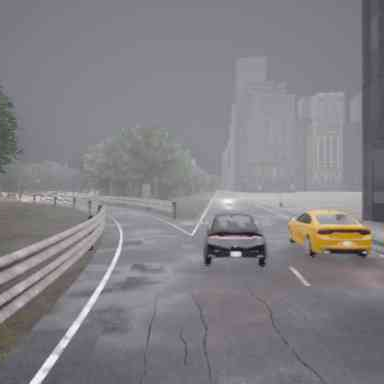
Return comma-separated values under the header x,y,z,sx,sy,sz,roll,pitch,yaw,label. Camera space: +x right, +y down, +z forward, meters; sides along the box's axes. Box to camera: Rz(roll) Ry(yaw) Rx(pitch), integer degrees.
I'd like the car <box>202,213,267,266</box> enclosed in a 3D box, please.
x,y,z,sx,sy,sz,roll,pitch,yaw,label
1.394,1.473,11.485,2.128,1.511,4.902,0,0,5,car

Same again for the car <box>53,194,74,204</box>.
x,y,z,sx,sy,sz,roll,pitch,yaw,label
-22.034,1.176,57.526,1.882,1.535,5.008,-1,1,-41,car

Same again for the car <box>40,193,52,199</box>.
x,y,z,sx,sy,sz,roll,pitch,yaw,label
-28.545,0.956,65.435,1.812,1.442,4.674,-1,1,-34,car

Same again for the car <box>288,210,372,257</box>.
x,y,z,sx,sy,sz,roll,pitch,yaw,label
5.010,1.442,12.782,1.882,1.535,5.008,0,0,5,car
